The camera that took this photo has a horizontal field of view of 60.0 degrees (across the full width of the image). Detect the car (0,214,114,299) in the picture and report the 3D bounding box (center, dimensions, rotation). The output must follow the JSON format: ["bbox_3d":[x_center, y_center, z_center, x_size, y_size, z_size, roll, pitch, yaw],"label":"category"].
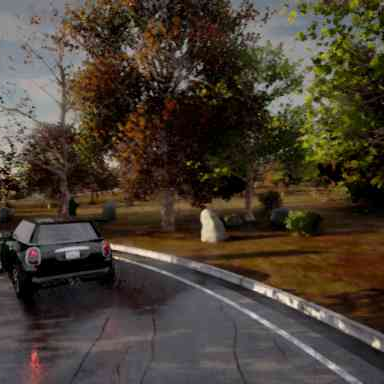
[{"bbox_3d":[-3.869,1.415,9.023,2.097,1.767,4.553,0,0,-36],"label":"car"}]
